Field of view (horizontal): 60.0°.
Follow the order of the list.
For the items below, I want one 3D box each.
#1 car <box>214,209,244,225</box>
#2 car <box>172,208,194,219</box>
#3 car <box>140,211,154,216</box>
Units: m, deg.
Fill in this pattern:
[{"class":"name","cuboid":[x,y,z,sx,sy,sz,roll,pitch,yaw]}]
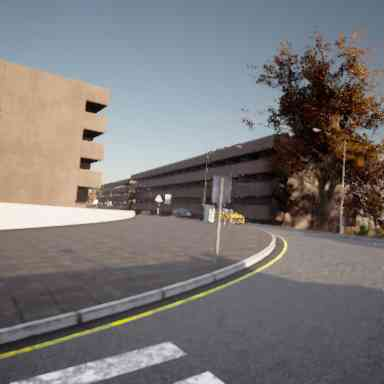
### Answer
[{"class":"car","cuboid":[3.738,2.576,35.380,1.882,1.535,5.008,6,-4,-22]},{"class":"car","cuboid":[-1.321,3.072,47.513,2.128,1.511,4.902,6,-5,-23]},{"class":"car","cuboid":[-8.783,4.402,64.284,1.837,1.490,4.892,6,-7,-23]}]
